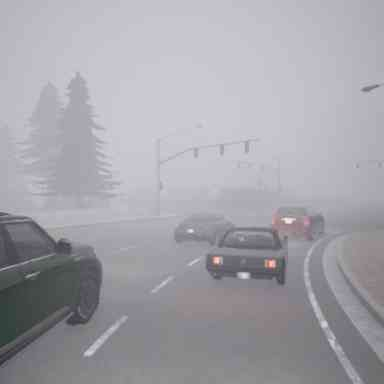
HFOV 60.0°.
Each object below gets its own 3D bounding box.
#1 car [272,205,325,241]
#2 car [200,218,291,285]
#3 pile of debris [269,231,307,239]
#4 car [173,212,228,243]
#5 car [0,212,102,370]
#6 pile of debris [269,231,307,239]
[{"bbox_3d":[5.753,1.474,17.924,2.097,1.767,4.553,0,0,30],"label":"car"},{"bbox_3d":[1.847,1.666,9.839,1.895,1.301,4.718,0,0,17],"label":"car"},{"bbox_3d":[5.118,2.295,17.710,1.500,0.140,1.860,0,0,32],"label":"pile of debris"},{"bbox_3d":[0.729,1.666,16.265,1.994,1.385,4.181,0,0,23],"label":"car"},{"bbox_3d":[-3.028,1.242,4.149,2.150,2.045,5.566,0,0,6],"label":"car"},{"bbox_3d":[5.118,2.295,17.710,1.500,0.140,1.860,0,0,32],"label":"pile of debris"}]
